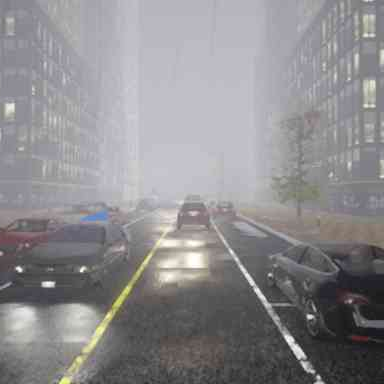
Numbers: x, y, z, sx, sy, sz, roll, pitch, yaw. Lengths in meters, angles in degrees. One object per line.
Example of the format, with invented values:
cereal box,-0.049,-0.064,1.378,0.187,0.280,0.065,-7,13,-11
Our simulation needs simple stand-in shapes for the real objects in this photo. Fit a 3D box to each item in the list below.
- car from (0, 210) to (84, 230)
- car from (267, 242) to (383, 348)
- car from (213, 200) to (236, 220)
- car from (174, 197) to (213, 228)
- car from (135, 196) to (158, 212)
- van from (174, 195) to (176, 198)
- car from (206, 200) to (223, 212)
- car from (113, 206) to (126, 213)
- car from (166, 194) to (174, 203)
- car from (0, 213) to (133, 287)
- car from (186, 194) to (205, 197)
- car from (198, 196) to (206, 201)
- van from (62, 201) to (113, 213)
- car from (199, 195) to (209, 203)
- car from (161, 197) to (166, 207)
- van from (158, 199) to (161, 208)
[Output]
car,-5.686,1.574,12.044,1.887,1.381,4.507,0,0,0
car,2.694,1.582,6.338,1.947,1.339,4.313,0,0,0
car,2.696,1.509,29.105,1.967,1.590,4.097,0,0,0
car,0.101,1.406,22.528,2.097,1.767,4.553,0,0,0
car,-5.684,1.532,40.504,1.967,1.590,4.097,0,0,0
van,-5.681,1.520,86.042,1.690,1.788,3.998,0,0,0
car,2.696,1.675,40.489,1.802,1.307,4.206,0,0,0
car,-5.686,1.638,23.428,1.802,1.307,4.206,0,0,0
car,-5.682,1.683,74.487,1.752,1.417,4.829,0,0,0
car,-3.014,1.572,9.678,2.033,1.411,5.357,0,0,0
car,0.102,1.314,40.403,2.150,2.045,5.566,0,0,0
car,2.699,1.740,91.717,2.008,1.369,4.403,0,0,0
van,-5.685,1.384,17.737,1.690,1.788,3.998,0,0,0
car,2.699,1.599,74.641,1.967,1.590,4.097,0,0,0
car,-5.684,1.681,51.889,1.947,1.339,4.313,0,0,0
van,-5.683,1.445,46.198,1.690,1.788,3.998,0,0,0
